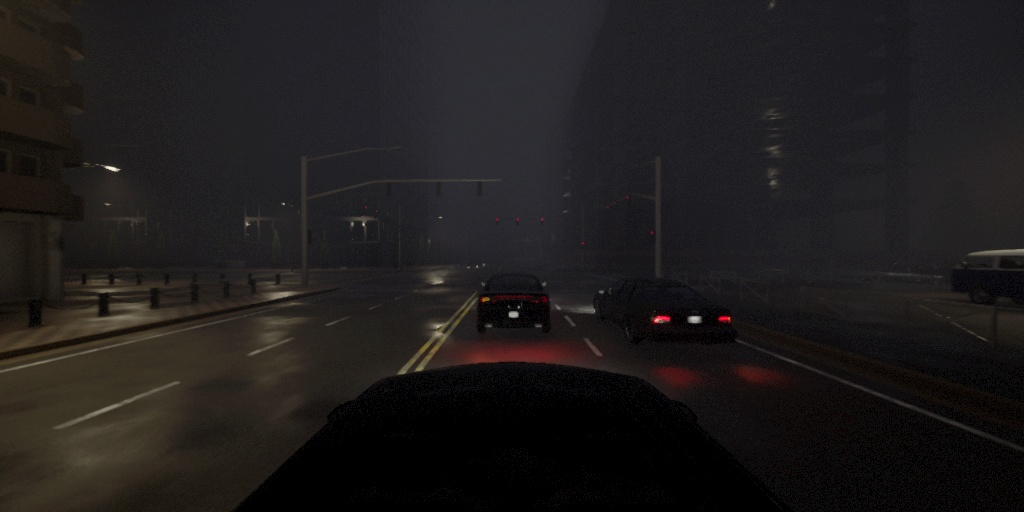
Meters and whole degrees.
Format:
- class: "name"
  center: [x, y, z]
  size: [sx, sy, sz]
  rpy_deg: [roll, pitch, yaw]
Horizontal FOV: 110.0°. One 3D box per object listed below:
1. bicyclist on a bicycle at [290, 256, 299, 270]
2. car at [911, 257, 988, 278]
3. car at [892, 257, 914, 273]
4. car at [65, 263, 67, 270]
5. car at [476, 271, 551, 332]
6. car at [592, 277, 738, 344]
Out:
- class: "bicyclist on a bicycle"
  center: [-25.418, 0.845, 41.942]
  size: [0.582, 1.620, 1.656]
  rpy_deg: [0, 1, 0]
- class: "car"
  center: [41.679, 1.091, 34.200]
  size: [4.674, 1.442, 1.812]
  rpy_deg: [0, 0, 0]
- class: "car"
  center: [42.948, 0.903, 37.699]
  size: [4.553, 1.767, 2.097]
  rpy_deg: [0, 0, 0]
- class: "car"
  center: [-49.542, 1.042, 37.319]
  size: [5.008, 1.535, 1.882]
  rpy_deg: [0, 0, 1]
- class: "car"
  center: [0.053, 1.193, 10.741]
  size: [1.882, 1.535, 5.008]
  rpy_deg: [0, 0, 0]
- class: "car"
  center: [3.542, 1.268, 9.431]
  size: [2.033, 1.411, 5.357]
  rpy_deg: [0, 0, 0]
